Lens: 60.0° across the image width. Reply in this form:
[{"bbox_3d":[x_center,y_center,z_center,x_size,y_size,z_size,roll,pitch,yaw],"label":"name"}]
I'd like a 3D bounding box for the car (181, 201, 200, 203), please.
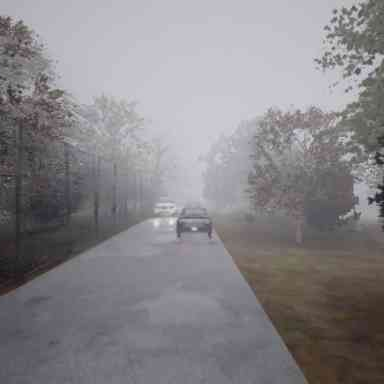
[{"bbox_3d":[0.195,1.755,37.122,2.097,1.767,4.553,0,-1,0],"label":"car"}]

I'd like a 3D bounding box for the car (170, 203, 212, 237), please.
[{"bbox_3d":[0.122,1.609,18.663,2.128,1.511,4.902,0,-1,0],"label":"car"}]

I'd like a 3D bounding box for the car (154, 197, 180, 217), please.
[{"bbox_3d":[-2.788,1.596,35.933,2.150,2.045,5.566,0,-2,0],"label":"car"}]
